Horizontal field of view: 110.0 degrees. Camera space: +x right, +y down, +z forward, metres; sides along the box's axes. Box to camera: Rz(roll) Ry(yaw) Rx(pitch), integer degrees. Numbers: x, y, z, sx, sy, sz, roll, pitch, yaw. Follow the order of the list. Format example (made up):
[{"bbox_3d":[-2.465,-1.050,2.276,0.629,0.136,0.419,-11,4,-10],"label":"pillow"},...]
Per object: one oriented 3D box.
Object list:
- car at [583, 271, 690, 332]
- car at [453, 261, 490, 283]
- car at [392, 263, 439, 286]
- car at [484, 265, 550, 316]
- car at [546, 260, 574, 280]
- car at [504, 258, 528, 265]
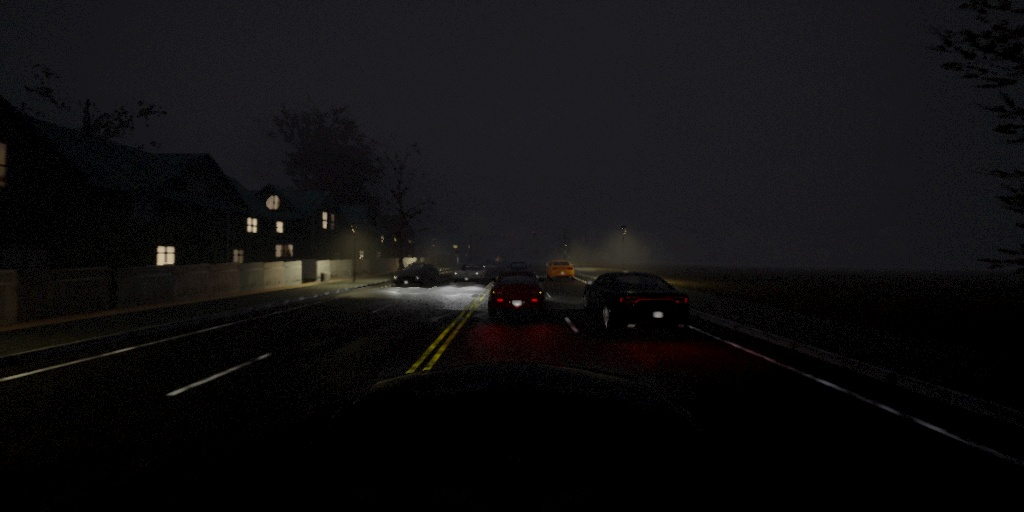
[{"bbox_3d":[3.405,1.180,10.735,1.882,1.535,5.008,0,0,1],"label":"car"},{"bbox_3d":[-2.990,1.225,26.114,1.895,1.301,4.718,0,0,2],"label":"car"},{"bbox_3d":[-6.304,1.181,24.183,2.033,1.411,5.357,0,0,1],"label":"car"},{"bbox_3d":[0.190,1.215,12.970,1.812,1.442,4.674,0,0,1],"label":"car"},{"bbox_3d":[3.802,1.088,28.776,1.882,1.535,5.008,0,0,2],"label":"car"},{"bbox_3d":[0.523,1.140,28.184,1.812,1.442,4.674,0,0,2],"label":"car"}]
